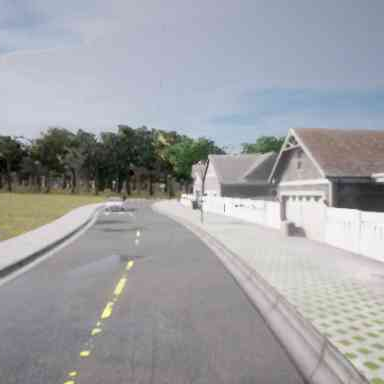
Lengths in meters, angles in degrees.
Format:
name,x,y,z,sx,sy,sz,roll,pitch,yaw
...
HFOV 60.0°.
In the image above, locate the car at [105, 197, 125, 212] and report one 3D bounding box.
name,x,y,z,sx,sy,sz,roll,pitch,yaw
car,-7.972,1.258,34.494,1.812,1.442,4.674,0,1,-12
